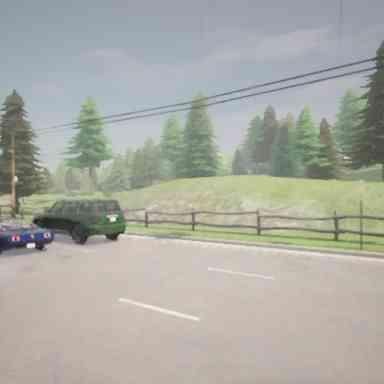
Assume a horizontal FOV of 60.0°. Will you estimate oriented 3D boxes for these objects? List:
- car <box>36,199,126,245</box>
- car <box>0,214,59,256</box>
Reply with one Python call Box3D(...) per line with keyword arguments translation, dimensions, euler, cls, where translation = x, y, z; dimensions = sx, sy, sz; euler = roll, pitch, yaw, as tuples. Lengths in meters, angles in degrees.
Box3D(translation=(-5.746, 1.354, 16.568), dimensions=(5.566, 2.045, 2.150), euler=(0, 0, 36), cls="car")
Box3D(translation=(-7.835, 1.738, 13.759), dimensions=(4.718, 1.301, 1.895), euler=(-1, 0, 36), cls="car")
